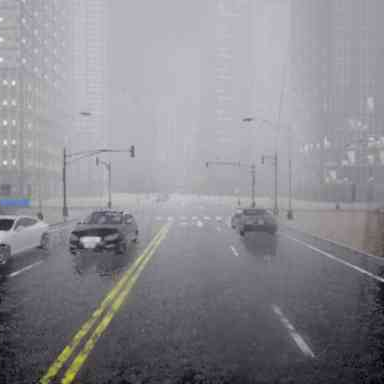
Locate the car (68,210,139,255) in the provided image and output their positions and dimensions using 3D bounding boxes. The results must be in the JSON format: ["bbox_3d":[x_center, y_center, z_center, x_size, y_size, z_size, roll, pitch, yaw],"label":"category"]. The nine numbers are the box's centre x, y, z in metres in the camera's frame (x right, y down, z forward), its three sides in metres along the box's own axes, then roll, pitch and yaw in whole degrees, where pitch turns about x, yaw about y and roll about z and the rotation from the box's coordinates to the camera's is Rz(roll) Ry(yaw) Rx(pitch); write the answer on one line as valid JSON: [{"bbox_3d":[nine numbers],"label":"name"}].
[{"bbox_3d":[-3.339,1.496,13.345,2.128,1.511,4.902,0,0,0],"label":"car"}]

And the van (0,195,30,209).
[{"bbox_3d":[-22.666,1.201,41.951,3.998,1.788,1.690,0,0,1],"label":"van"}]

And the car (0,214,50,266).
[{"bbox_3d":[-6.594,1.528,11.641,1.812,1.442,4.674,0,0,0],"label":"car"}]

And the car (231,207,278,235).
[{"bbox_3d":[3.345,1.550,18.661,2.033,1.411,5.357,0,0,0],"label":"car"}]

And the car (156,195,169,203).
[{"bbox_3d":[-6.525,1.488,70.252,2.033,1.411,5.357,0,0,0],"label":"car"}]
